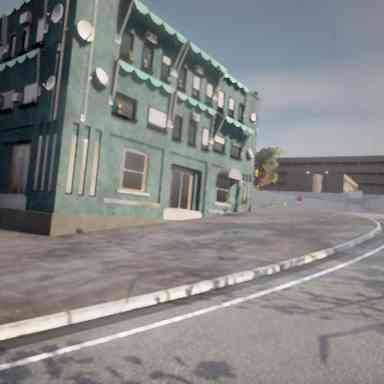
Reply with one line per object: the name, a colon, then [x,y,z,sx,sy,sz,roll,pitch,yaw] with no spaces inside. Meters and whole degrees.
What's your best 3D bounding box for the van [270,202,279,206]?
van: [15.723,3.069,64.063,1.878,1.987,4.442,3,-5,13]
